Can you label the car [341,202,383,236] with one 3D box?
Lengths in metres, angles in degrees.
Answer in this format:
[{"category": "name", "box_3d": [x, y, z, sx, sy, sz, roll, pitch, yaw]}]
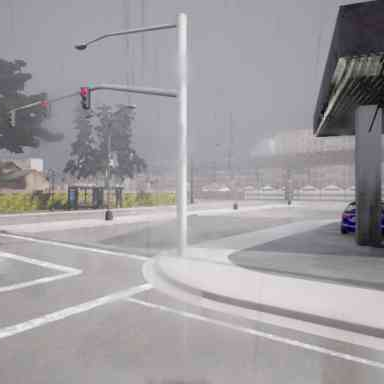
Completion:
[{"category": "car", "box_3d": [9.468, 1.297, 17.713, 2.242, 1.667, 4.611, 0, 0, 37]}]
